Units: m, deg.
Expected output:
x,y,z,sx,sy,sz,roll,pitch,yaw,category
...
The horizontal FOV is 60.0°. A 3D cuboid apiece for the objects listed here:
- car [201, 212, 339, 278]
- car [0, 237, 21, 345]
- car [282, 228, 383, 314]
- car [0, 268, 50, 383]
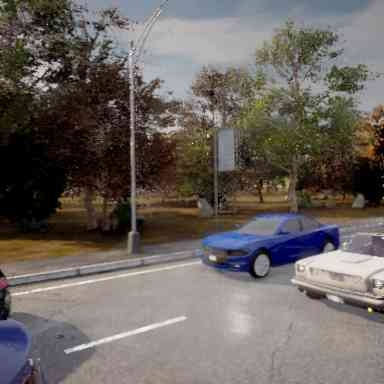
x,y,z,sx,sy,sz,roll,pitch,yaw,category
2.555,1.432,10.229,5.008,1.535,1.882,-1,0,-36,car
-4.933,1.634,4.728,4.181,1.385,1.994,-1,0,-36,car
4.282,1.534,7.154,4.718,1.301,1.895,-1,0,-36,car
-3.224,1.575,1.639,4.674,1.442,1.812,-1,0,-35,car
